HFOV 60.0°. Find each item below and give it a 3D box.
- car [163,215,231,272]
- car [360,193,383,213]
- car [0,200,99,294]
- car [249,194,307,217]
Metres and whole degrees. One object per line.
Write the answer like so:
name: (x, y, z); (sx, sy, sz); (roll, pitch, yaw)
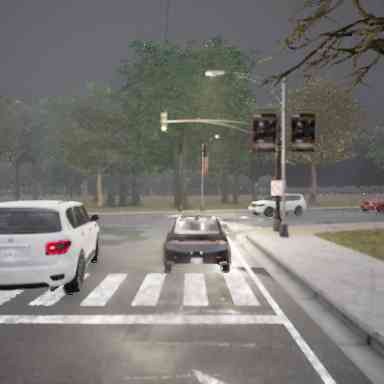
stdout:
car: (0.148, 1.482, 10.691); (2.128, 1.511, 4.902); (0, 0, 1)
car: (21.005, 1.157, 36.319); (5.566, 2.045, 2.150); (-1, 0, -22)
car: (-3.779, 1.214, 8.748); (2.150, 2.045, 5.566); (0, 0, -10)
car: (8.009, 1.180, 30.940); (5.566, 2.045, 2.150); (0, 0, -22)
